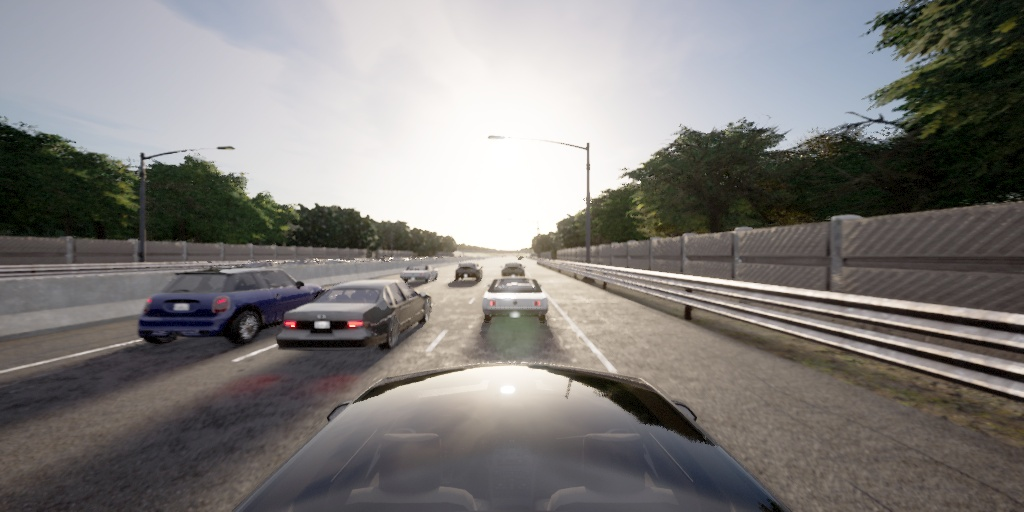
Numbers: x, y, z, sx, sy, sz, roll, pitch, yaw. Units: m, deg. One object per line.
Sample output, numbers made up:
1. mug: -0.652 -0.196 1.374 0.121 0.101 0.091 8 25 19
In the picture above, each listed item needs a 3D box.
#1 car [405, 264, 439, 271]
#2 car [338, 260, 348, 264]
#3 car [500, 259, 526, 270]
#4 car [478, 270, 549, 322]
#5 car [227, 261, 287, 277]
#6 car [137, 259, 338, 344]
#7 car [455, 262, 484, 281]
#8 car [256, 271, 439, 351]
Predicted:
1. car: -6.912 1.291 27.320 1.895 1.301 4.718 0 0 0
2. car: -17.600 1.176 35.438 1.837 1.490 4.892 0 0 0
3. car: 0.088 1.191 28.916 1.837 1.490 4.892 0 0 0
4. car: 0.090 1.328 12.098 1.895 1.301 4.718 0 0 0
5. car: -24.602 1.220 34.890 2.033 1.411 5.357 0 0 0
6. car: -6.919 1.084 9.640 2.097 1.767 4.553 0 0 0
7. car: -3.412 1.192 28.838 1.837 1.490 4.892 0 0 0
8. car: -3.414 1.282 8.966 2.033 1.411 5.357 0 0 0
